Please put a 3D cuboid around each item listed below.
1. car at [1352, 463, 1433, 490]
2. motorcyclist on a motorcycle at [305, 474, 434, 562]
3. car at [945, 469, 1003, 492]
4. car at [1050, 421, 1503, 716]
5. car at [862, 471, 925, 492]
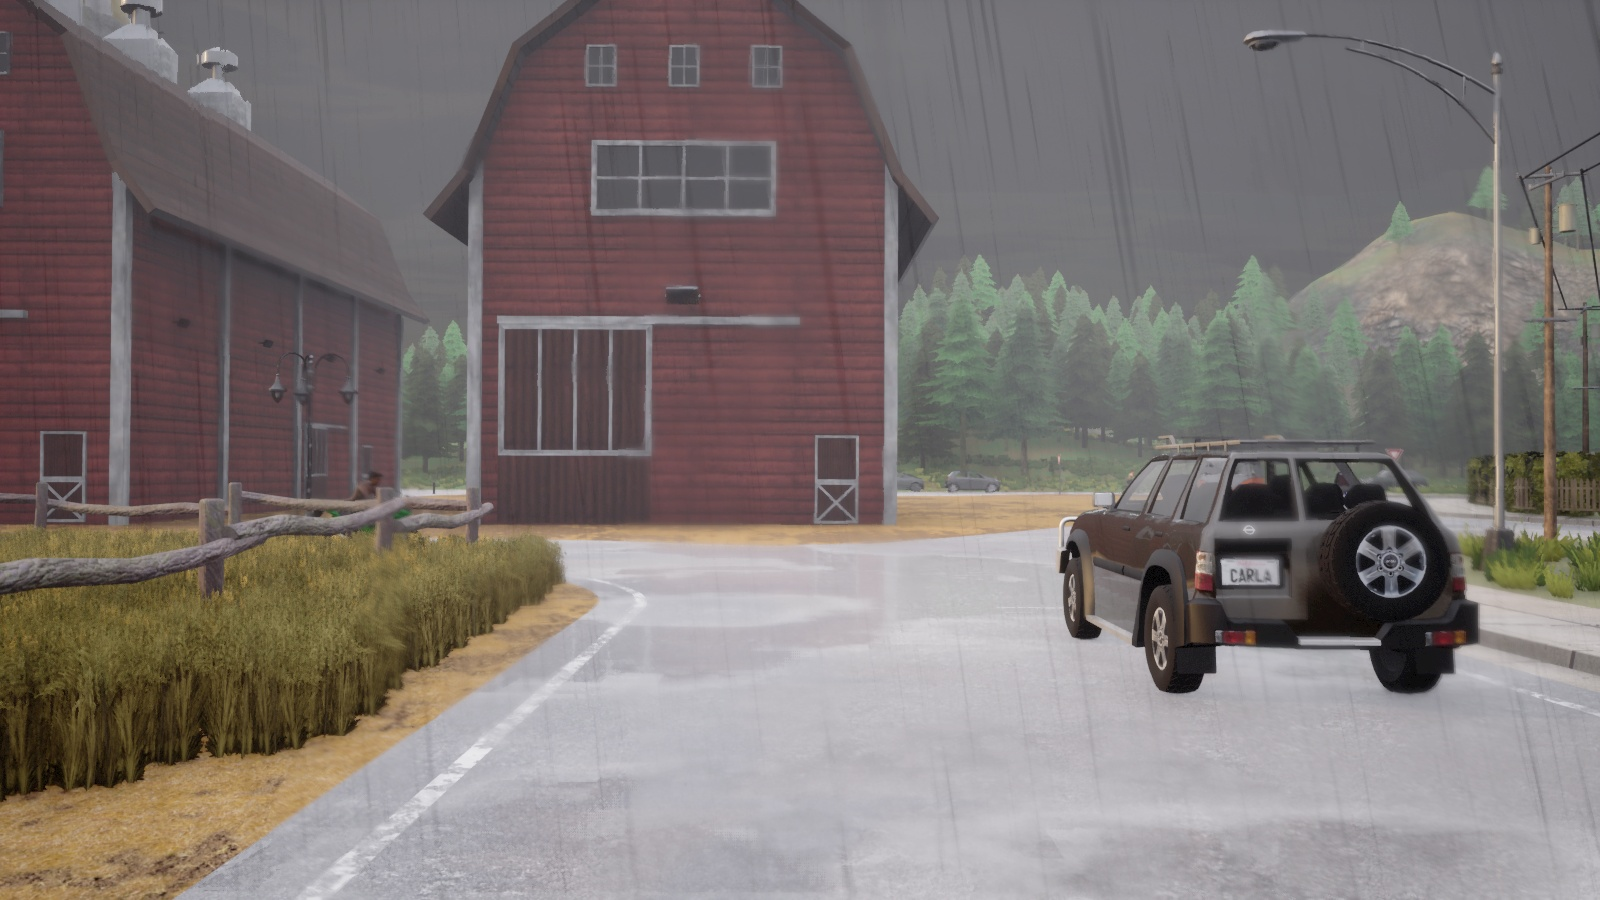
[{"bbox_3d":[40.851,1.820,86.660,4.553,1.767,2.097,0,-1,0],"label":"car"},{"bbox_3d":[-7.701,1.204,22.520,2.044,1.523,0.797,0,-1,7],"label":"motorcyclist on a motorcycle"},{"bbox_3d":[11.519,2.036,83.240,3.633,1.501,1.845,0,-1,0],"label":"car"},{"bbox_3d":[3.466,0.789,10.241,1.932,1.855,4.605,0,-1,0],"label":"car"},{"bbox_3d":[6.438,2.164,86.753,4.181,1.385,1.994,0,-1,0],"label":"car"}]
